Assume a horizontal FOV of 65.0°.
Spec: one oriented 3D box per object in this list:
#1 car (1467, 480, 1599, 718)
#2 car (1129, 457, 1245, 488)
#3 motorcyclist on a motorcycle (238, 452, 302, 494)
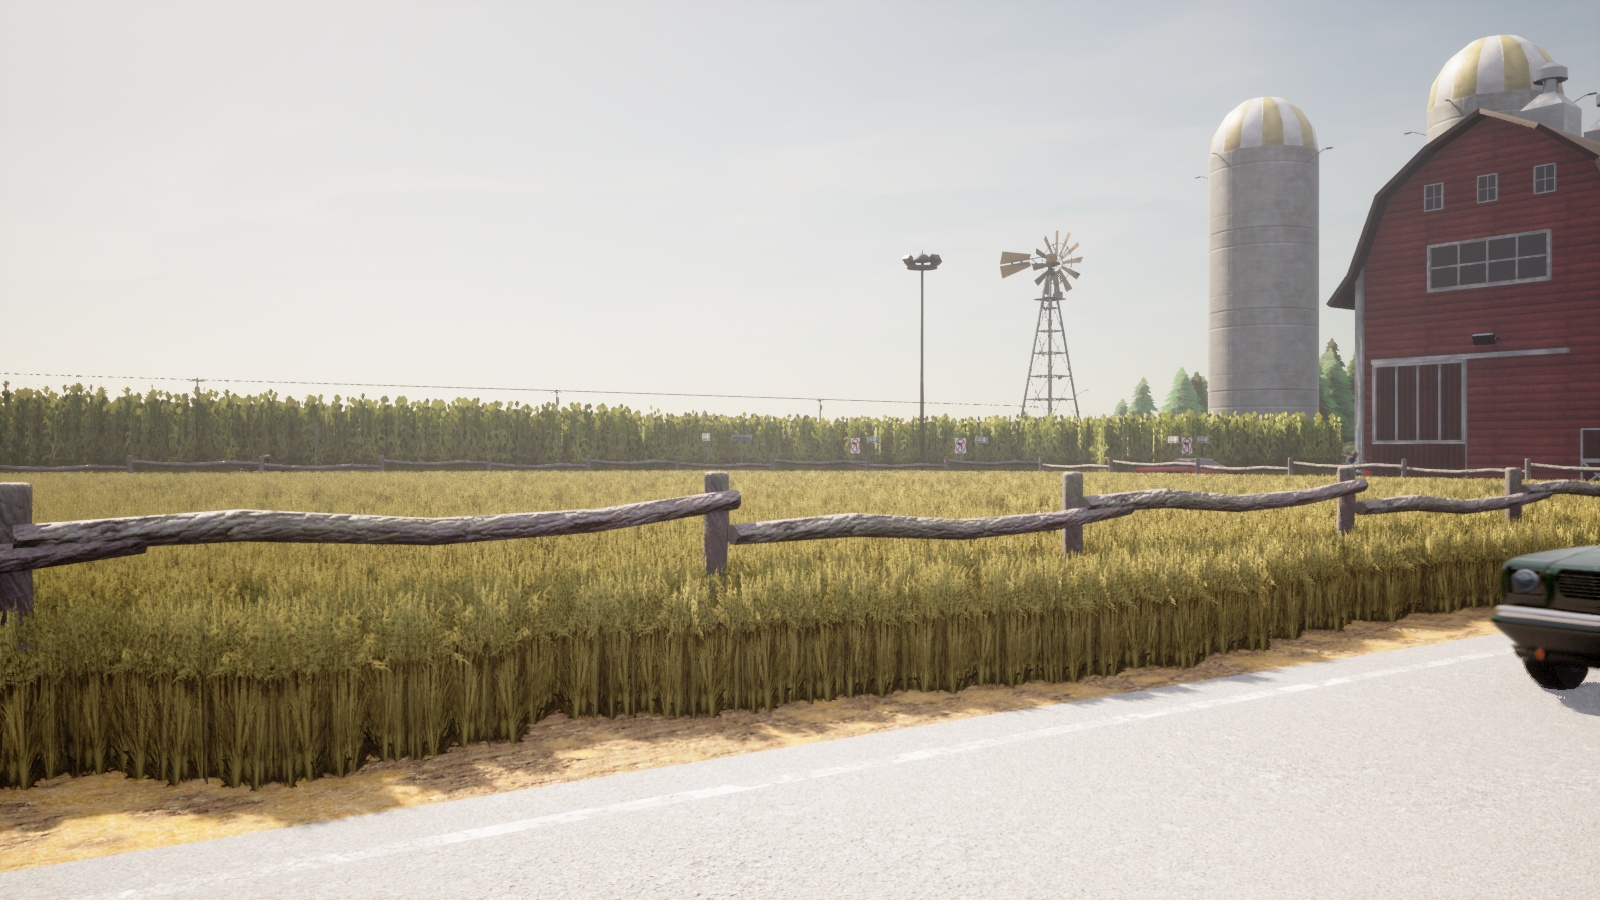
[{"bbox_3d":[6.545,0.852,8.222,4.718,1.301,1.895,0,0,-35],"label":"car"},{"bbox_3d":[17.071,0.945,55.610,1.895,1.301,4.718,0,0,-36],"label":"car"},{"bbox_3d":[-19.468,0.830,46.126,2.044,1.523,0.797,0,0,-34],"label":"motorcyclist on a motorcycle"}]
